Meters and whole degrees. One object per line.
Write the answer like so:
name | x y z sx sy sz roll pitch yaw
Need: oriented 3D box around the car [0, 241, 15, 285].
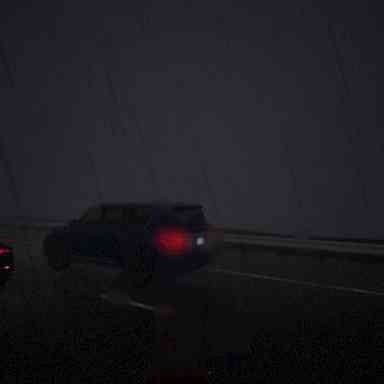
car | -6.464 1.613 8.539 4.902 1.511 2.128 -1 0 35

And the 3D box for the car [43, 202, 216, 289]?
car | -1.981 1.306 9.639 5.566 2.045 2.150 -1 0 36
